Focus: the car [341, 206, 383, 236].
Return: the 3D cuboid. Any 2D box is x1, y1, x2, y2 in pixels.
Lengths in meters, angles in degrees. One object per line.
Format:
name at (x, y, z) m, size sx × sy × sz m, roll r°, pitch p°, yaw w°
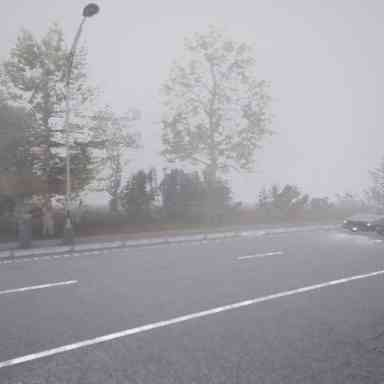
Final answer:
car at (10.664, 1.482, 18.074) m, size 5.357 × 1.411 × 2.033 m, roll 0°, pitch 0°, yaw -26°
